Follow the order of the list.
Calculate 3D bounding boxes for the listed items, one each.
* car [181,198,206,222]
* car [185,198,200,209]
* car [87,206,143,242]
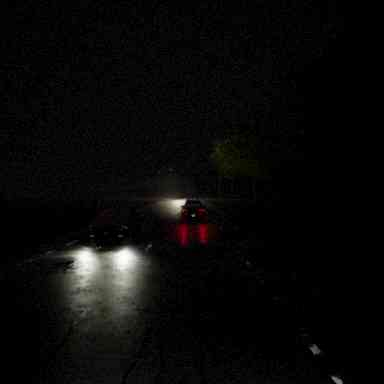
[{"bbox_3d":[0.101,1.458,25.842,1.812,1.442,4.674,0,0,0],"label":"car"},{"bbox_3d":[0.098,1.442,43.256,1.895,1.301,4.718,0,0,0],"label":"car"},{"bbox_3d":[-3.608,1.448,16.328,1.882,1.535,5.008,0,0,0],"label":"car"}]
